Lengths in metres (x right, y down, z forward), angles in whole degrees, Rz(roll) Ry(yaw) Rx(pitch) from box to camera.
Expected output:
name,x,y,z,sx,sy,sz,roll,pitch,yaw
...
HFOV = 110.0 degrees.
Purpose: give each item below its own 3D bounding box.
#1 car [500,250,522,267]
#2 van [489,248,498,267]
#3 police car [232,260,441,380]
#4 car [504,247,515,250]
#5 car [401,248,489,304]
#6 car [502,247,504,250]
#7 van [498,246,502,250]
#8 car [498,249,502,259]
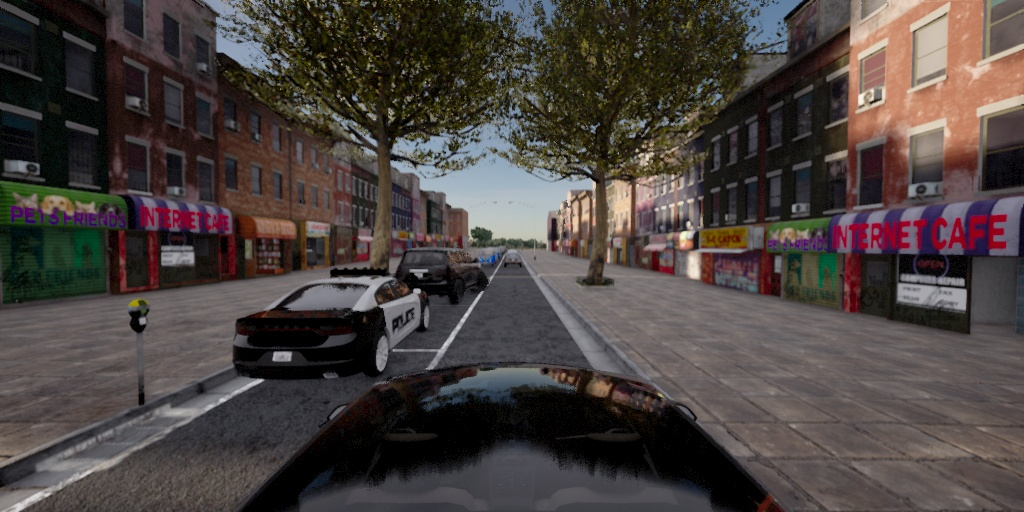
name,x,y,z,sx,sy,sz,roll,pitch,yaw
car,0.098,0.362,37.209,2.033,1.411,5.357,0,2,0
van,-2.629,0.143,37.572,1.690,1.789,3.998,0,0,0
police car,-3.007,1.050,7.275,1.930,1.638,5.238,0,1,0
car,0.085,-0.278,54.137,1.812,1.442,4.674,0,3,0
car,-2.724,0.672,14.678,2.150,2.045,5.566,0,1,9
car,-2.625,-0.240,54.202,1.948,1.339,4.313,0,0,0
van,-2.627,-0.249,48.660,1.690,1.789,3.998,0,0,0
car,-2.628,0.163,43.116,2.007,1.370,4.403,0,0,0
